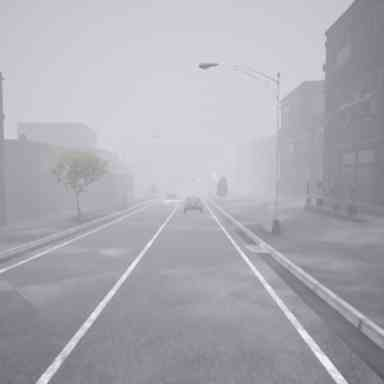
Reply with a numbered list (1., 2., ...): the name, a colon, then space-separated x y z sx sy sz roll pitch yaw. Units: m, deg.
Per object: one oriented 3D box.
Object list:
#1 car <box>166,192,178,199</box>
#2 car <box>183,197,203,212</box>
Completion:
1. car: -3.487 0.586 58.126 1.895 1.301 4.718 0 1 1
2. car: 0.120 1.140 31.998 2.033 1.411 5.357 0 1 0
